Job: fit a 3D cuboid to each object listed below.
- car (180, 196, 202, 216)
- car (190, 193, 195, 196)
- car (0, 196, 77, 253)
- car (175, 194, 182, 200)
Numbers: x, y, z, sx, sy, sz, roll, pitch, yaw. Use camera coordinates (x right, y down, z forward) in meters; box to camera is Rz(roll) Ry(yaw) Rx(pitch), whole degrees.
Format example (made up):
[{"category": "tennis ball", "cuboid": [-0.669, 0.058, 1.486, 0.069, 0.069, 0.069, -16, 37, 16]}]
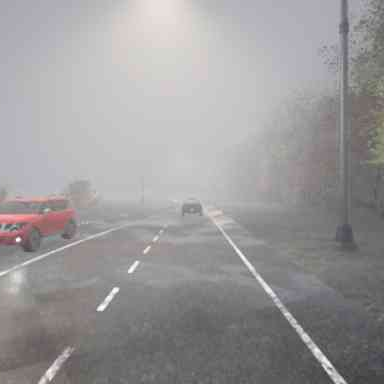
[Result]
[{"category": "car", "cuboid": [0.002, 1.473, 33.147, 1.882, 1.535, 5.008, 0, 0, 0]}, {"category": "car", "cuboid": [0.003, 1.458, 59.237, 1.882, 1.535, 5.008, 0, 0, 0]}, {"category": "car", "cuboid": [-6.824, 1.224, 14.158, 2.150, 2.045, 5.566, 0, 0, 3]}, {"category": "car", "cuboid": [-3.495, 1.361, 87.800, 2.128, 1.511, 4.902, 0, 0, 0]}]
